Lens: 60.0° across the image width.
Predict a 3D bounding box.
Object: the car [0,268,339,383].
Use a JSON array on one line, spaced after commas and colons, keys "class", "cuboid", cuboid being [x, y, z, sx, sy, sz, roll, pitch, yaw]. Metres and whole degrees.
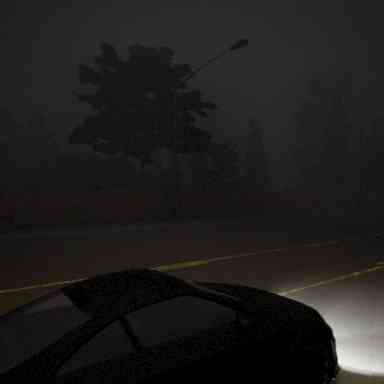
[{"class": "car", "cuboid": [-0.335, 1.562, 3.508, 4.181, 1.385, 1.994, 0, 0, -36]}]
